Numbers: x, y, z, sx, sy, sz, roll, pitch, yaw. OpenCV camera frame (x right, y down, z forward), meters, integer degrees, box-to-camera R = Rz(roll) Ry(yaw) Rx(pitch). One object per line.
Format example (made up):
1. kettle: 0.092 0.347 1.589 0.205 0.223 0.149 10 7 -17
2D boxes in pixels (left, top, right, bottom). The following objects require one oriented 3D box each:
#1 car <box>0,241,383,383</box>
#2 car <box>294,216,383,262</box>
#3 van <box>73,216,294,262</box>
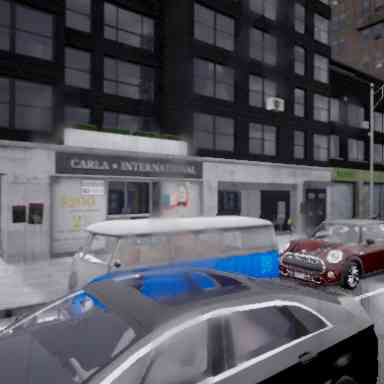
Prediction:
1. car: -0.393 1.502 2.670 4.902 1.511 2.128 1 0 -36
2. car: 4.230 1.510 9.219 4.097 1.590 1.967 1 0 -36
3. van: -0.172 1.367 6.070 3.998 1.788 1.690 1 0 -36
